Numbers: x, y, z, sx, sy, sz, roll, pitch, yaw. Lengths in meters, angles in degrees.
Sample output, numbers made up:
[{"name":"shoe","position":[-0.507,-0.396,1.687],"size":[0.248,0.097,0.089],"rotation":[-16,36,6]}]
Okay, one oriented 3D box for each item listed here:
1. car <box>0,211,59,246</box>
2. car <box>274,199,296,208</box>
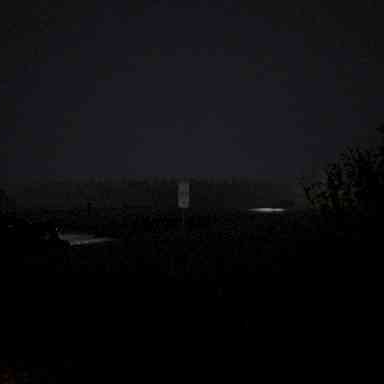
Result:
[{"name":"car","position":[-7.830,1.546,13.457],"size":[1.837,1.490,4.892],"rotation":[1,0,34]},{"name":"car","position":[13.985,1.723,50.067],"size":[1.895,1.301,4.718],"rotation":[1,0,34]}]
